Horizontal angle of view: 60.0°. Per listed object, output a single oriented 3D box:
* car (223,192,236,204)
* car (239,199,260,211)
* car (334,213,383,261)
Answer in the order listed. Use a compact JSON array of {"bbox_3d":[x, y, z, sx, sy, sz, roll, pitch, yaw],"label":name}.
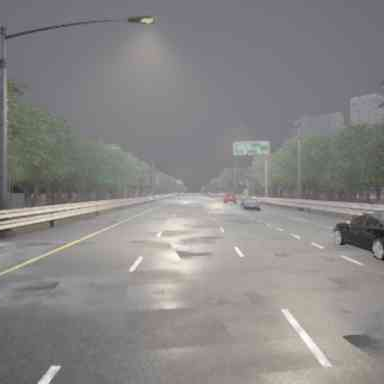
[{"bbox_3d":[7.231,1.188,64.306,2.150,2.045,5.566,0,0,0],"label":"car"},{"bbox_3d":[7.107,1.557,41.194,1.994,1.385,4.181,0,0,0],"label":"car"},{"bbox_3d":[7.013,1.496,12.293,1.882,1.535,5.008,0,0,0],"label":"car"}]
